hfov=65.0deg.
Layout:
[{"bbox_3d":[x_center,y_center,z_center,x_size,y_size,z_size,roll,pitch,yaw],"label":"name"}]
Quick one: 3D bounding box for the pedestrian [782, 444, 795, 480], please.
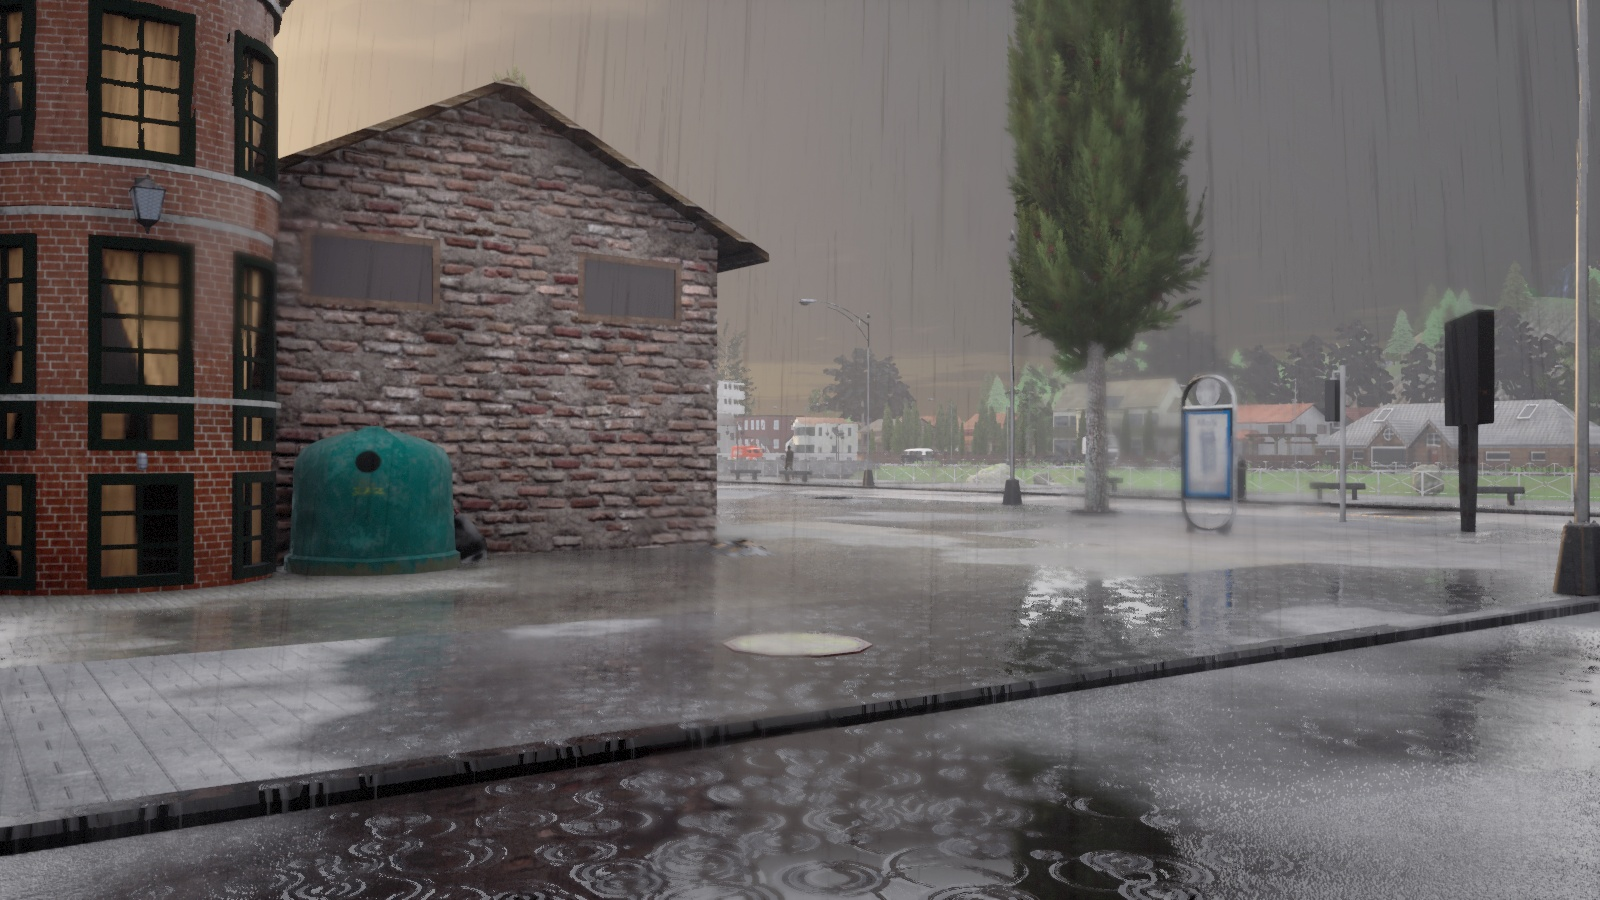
[{"bbox_3d":[-0.606,0.617,65.752,0.431,1.840,0.703,0,0,-30],"label":"pedestrian"}]
